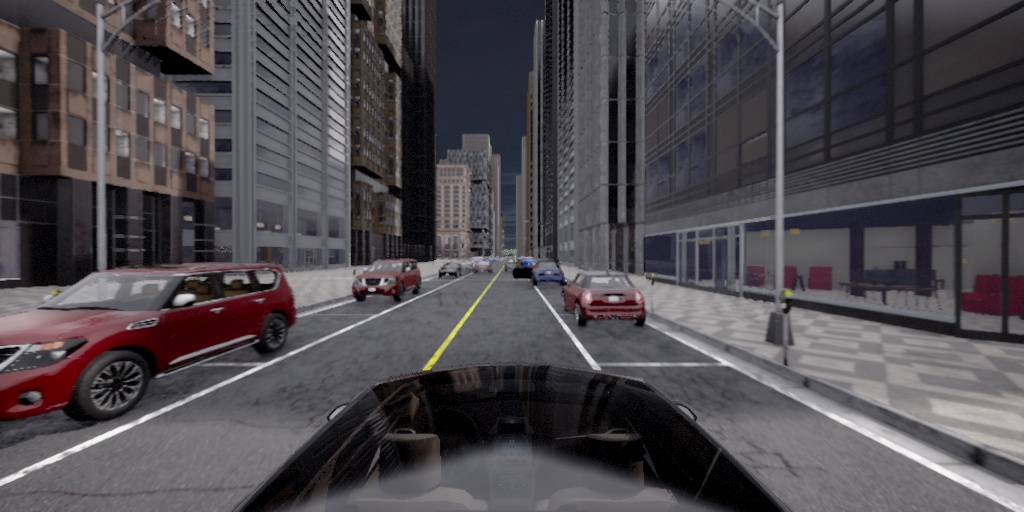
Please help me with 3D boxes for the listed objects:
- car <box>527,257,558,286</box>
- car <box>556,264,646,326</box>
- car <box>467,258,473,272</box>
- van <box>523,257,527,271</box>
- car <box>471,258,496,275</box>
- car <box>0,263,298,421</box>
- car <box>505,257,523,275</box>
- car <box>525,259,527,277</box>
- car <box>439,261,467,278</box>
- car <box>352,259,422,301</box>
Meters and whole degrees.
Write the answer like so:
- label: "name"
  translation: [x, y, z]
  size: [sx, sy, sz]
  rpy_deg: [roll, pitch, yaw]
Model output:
- label: "car"
  translation: [2.378, 1.089, 25.284]
  size: [2.097, 1.767, 4.553]
  rpy_deg: [0, 0, 0]
- label: "car"
  translation: [2.758, 1.184, 11.647]
  size: [1.967, 1.591, 4.097]
  rpy_deg: [0, 0, 0]
- label: "car"
  translation: [-5.780, 1.275, 45.483]
  size: [2.007, 1.370, 4.403]
  rpy_deg: [0, 0, 0]
- label: "van"
  translation: [2.741, 1.060, 56.773]
  size: [1.690, 1.789, 3.998]
  rpy_deg: [0, 0, 0]
- label: "car"
  translation: [-3.102, 1.254, 39.673]
  size: [1.812, 1.442, 4.674]
  rpy_deg: [0, 0, 0]
- label: "car"
  translation: [-5.765, 1.062, 5.998]
  size: [2.192, 1.841, 5.009]
  rpy_deg: [0, 0, 0]
- label: "car"
  translation: [0.007, 1.215, 46.165]
  size: [2.128, 1.511, 4.902]
  rpy_deg: [0, 0, 0]
- label: "car"
  translation: [2.747, 1.274, 39.851]
  size: [1.888, 1.381, 4.507]
  rpy_deg: [0, 0, 0]
- label: "car"
  translation: [-5.776, 1.297, 34.202]
  size: [1.948, 1.339, 4.313]
  rpy_deg: [0, 0, 0]
- label: "car"
  translation: [-5.769, 1.055, 17.279]
  size: [2.192, 1.841, 5.009]
  rpy_deg: [0, 0, 0]
